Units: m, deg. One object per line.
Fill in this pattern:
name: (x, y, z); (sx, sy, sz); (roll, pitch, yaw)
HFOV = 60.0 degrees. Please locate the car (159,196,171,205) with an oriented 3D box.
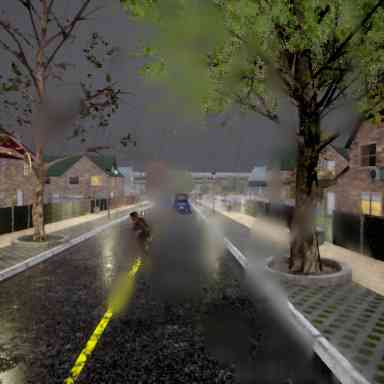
car: (-4.830, 1.525, 59.308); (1.882, 1.535, 5.008); (0, 0, -2)

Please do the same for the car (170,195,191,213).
car: (-1.174, 1.488, 37.606); (1.882, 1.535, 5.008); (0, 0, -2)

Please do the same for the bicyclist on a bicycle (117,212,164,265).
bicyclist on a bicycle: (-1.617, 1.432, 10.216); (1.656, 1.620, 0.582); (-2, -1, 20)
